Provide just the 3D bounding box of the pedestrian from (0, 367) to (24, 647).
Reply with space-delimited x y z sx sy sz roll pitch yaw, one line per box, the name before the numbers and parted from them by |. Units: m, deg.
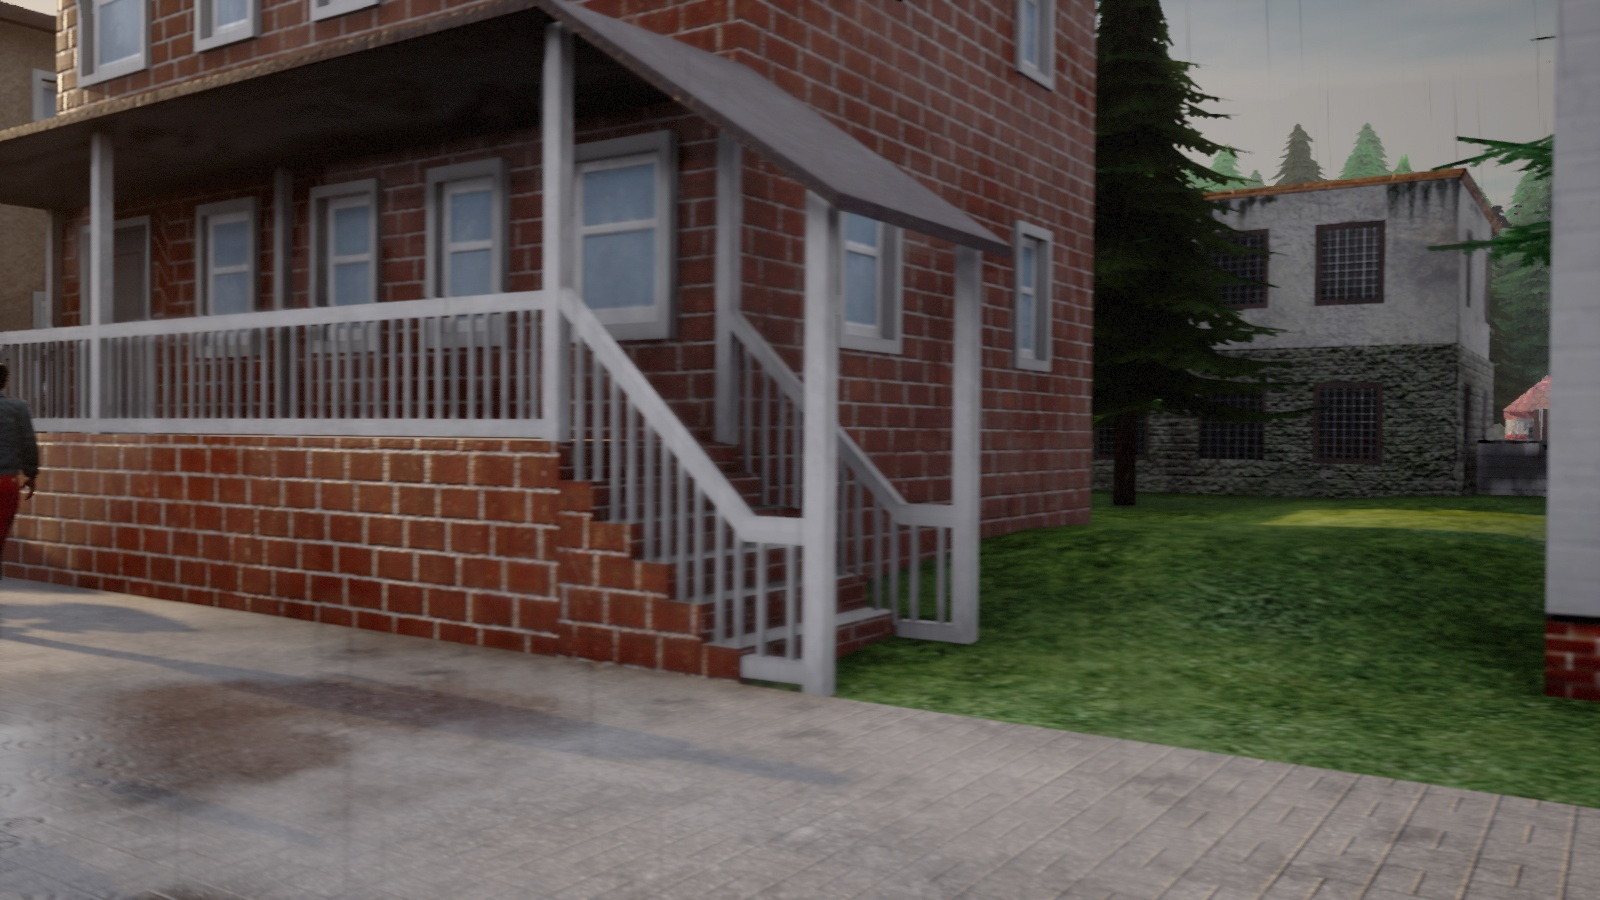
pedestrian | -5.484 0.376 8.495 0.353 1.847 0.614 -1 1 -34
